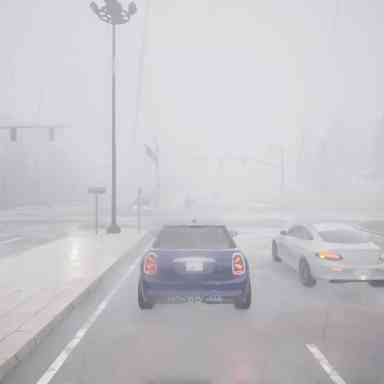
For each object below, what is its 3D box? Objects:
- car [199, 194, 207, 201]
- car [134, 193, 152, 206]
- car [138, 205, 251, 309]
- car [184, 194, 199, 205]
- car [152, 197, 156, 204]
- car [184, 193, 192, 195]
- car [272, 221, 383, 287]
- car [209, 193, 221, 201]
[{"bbox_3d":[2.723,1.513,85.405,1.812,1.442,4.674,0,0,-1],"label":"car"},{"bbox_3d":[-8.343,1.352,55.668,2.097,1.767,4.553,0,0,-1],"label":"car"},{"bbox_3d":[0.058,1.352,8.018,2.097,1.767,4.553,0,0,0],"label":"car"},{"bbox_3d":[-0.244,1.526,54.838,1.812,1.442,4.674,0,0,-1],"label":"car"},{"bbox_3d":[-8.464,1.564,65.614,1.994,1.385,4.181,0,0,0],"label":"car"},{"bbox_3d":[-0.777,1.489,85.342,1.837,1.490,4.892,0,0,-1],"label":"car"},{"bbox_3d":[3.561,1.526,9.222,1.812,1.442,4.674,0,0,0],"label":"car"},{"bbox_3d":[6.228,1.215,85.139,2.150,2.045,5.566,0,0,-1],"label":"car"}]
